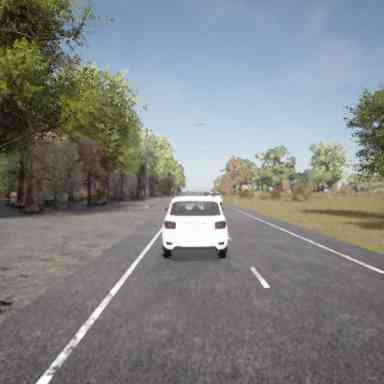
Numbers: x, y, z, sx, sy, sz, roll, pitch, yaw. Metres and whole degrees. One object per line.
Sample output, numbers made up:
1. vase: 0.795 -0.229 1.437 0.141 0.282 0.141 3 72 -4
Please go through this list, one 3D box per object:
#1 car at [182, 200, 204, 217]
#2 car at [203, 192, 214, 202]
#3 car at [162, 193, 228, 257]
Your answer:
1. car: 0.107 1.493 31.238 1.895 1.301 4.718 0 0 0
2. car: 3.520 0.978 72.971 2.150 2.045 5.566 0 0 0
3. car: 0.102 1.177 12.807 2.150 2.045 5.566 0 0 0
